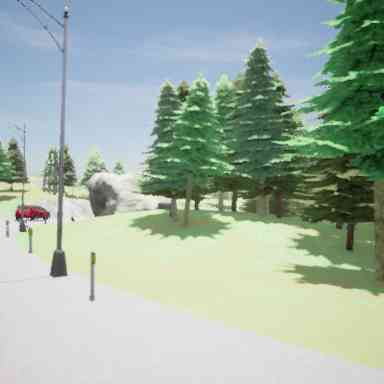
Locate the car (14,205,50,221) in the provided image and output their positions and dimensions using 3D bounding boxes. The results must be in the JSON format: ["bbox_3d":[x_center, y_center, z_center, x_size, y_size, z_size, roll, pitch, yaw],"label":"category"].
[{"bbox_3d":[-20.818,2.714,43.531,2.150,2.045,5.566,2,-3,3],"label":"car"}]
